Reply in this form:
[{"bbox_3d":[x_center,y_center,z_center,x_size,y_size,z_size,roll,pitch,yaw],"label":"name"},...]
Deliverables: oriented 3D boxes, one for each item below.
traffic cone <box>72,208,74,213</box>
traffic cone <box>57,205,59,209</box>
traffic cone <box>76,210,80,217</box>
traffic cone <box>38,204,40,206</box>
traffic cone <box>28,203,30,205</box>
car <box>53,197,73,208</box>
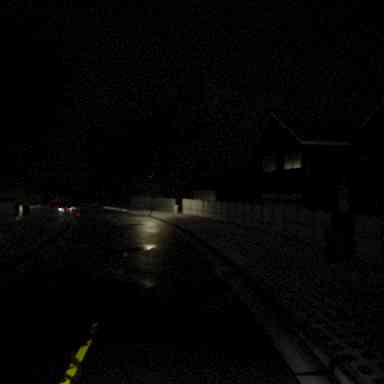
[{"bbox_3d":[-12.371,1.917,34.511,0.340,0.580,0.340,0,0,-27],"label":"traffic cone"},{"bbox_3d":[-17.302,1.908,42.849,0.340,0.580,0.340,0,0,-34],"label":"traffic cone"},{"bbox_3d":[-10.302,1.923,30.128,0.340,0.580,0.340,0,0,-23],"label":"traffic cone"},{"bbox_3d":[-23.225,1.906,50.515,0.340,0.580,0.340,0,0,-41],"label":"traffic cone"},{"bbox_3d":[-26.530,1.907,54.058,0.340,0.580,0.340,0,0,-45],"label":"traffic cone"},{"bbox_3d":[-18.660,1.466,47.889,1.812,1.442,4.674,0,0,-38],"label":"car"}]
